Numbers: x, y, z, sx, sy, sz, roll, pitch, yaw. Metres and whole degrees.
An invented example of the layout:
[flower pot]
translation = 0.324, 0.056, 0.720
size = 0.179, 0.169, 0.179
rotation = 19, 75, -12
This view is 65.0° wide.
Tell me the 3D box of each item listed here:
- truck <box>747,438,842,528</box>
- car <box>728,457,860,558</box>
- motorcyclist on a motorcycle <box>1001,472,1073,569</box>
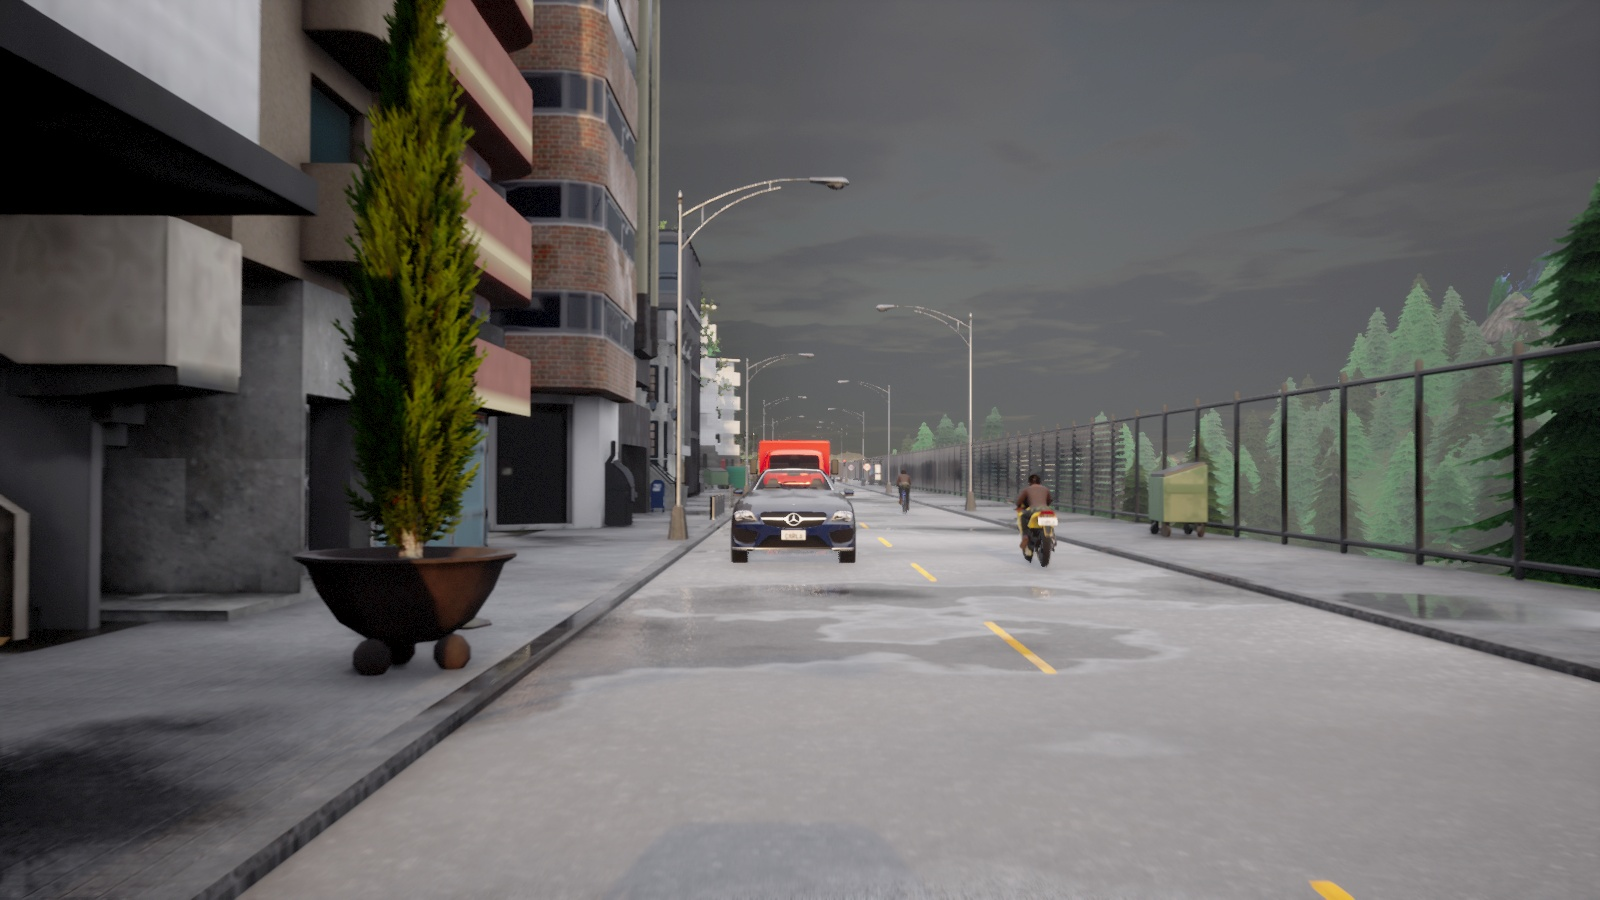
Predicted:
[truck]
translation = -0.163, 0.957, 37.492
size = 2.627, 2.467, 5.204
rotation = 0, -1, 0
[car]
translation = -0.103, 0.979, 22.982
size = 2.152, 1.651, 5.027
rotation = 0, -1, 0
[motorcyclist on a motorcycle]
translation = 3.908, 1.131, 20.893
size = 0.797, 1.523, 2.044
rotation = 0, -1, 0
